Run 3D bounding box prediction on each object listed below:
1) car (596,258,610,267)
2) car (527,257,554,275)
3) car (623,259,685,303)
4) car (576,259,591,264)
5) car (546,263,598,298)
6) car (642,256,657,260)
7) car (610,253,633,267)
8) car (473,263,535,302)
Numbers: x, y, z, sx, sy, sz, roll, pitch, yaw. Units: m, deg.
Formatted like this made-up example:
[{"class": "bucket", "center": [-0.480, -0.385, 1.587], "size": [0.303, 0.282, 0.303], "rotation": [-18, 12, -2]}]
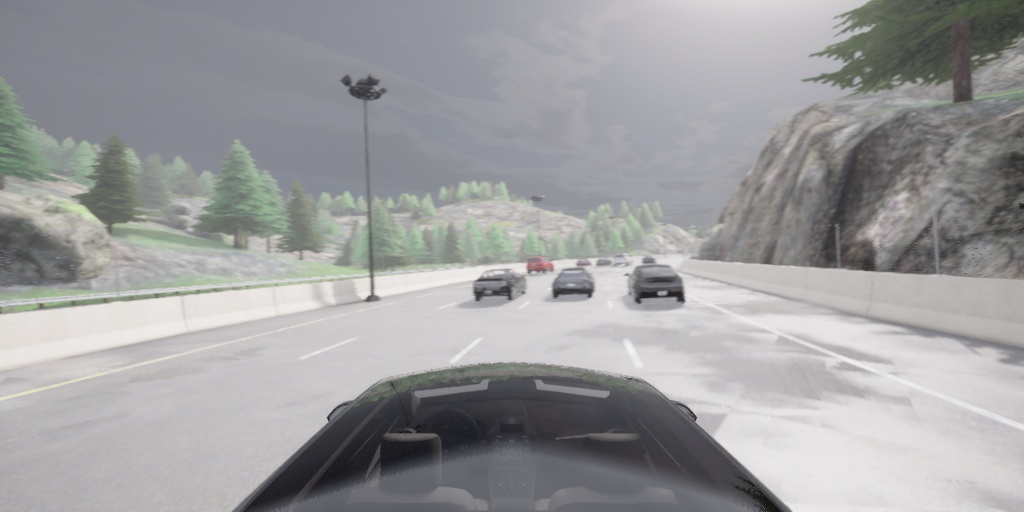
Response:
[{"class": "car", "center": [15.687, 1.018, 61.033], "size": [2.128, 1.511, 4.902], "rotation": [-3, -1, 28]}, {"class": "car", "center": [3.414, 1.122, 42.796], "size": [2.150, 2.045, 5.566], "rotation": [-3, -1, 22]}, {"class": "car", "center": [6.071, 1.104, 15.509], "size": [1.837, 1.490, 4.892], "rotation": [-3, 0, 13]}, {"class": "car", "center": [12.427, 1.196, 62.324], "size": [1.812, 1.442, 4.674], "rotation": [-3, -1, 28]}, {"class": "car", "center": [3.243, 1.300, 18.560], "size": [1.994, 1.385, 4.181], "rotation": [-3, 0, 14]}, {"class": "car", "center": [22.642, 0.732, 59.229], "size": [1.837, 1.490, 4.892], "rotation": [-4, -1, 29]}, {"class": "car", "center": [18.197, 0.629, 58.640], "size": [2.150, 2.045, 5.566], "rotation": [-3, -1, 28]}, {"class": "car", "center": [-0.482, 1.379, 18.168], "size": [2.128, 1.511, 4.902], "rotation": [-3, 0, 14]}]
